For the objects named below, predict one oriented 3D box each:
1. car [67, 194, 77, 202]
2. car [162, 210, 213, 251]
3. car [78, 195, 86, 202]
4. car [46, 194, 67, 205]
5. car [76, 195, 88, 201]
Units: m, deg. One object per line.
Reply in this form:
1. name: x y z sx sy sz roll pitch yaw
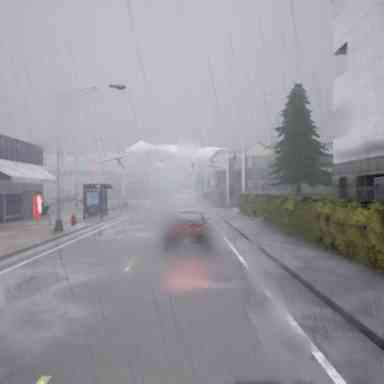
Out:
1. car: -26.998 1.300 73.842 1.932 1.855 4.605 -1 0 -1
2. car: -0.190 1.529 13.946 1.837 1.490 4.892 -1 -1 -1
3. car: -19.876 1.464 63.959 2.007 1.523 4.514 -1 0 -1
4. car: -23.411 1.460 56.845 1.970 1.475 3.806 -1 0 -1
5. car: -27.186 1.535 82.320 1.970 1.475 3.806 -1 0 -1
